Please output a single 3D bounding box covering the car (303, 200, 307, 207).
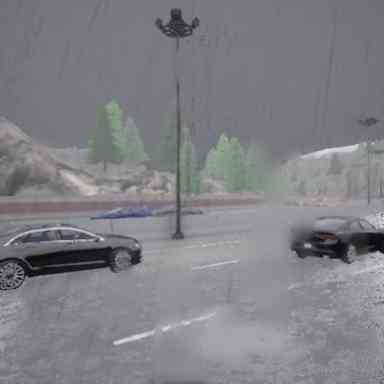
[{"bbox_3d":[23.258,2.250,65.715,1.882,1.535,5.008,-1,-1,31],"label":"car"}]

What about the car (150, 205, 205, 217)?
[{"bbox_3d":[-0.573,1.968,25.971,4.718,1.301,1.895,0,-1,-41],"label":"car"}]

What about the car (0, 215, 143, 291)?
[{"bbox_3d":[-3.796,1.651,9.557,4.902,1.511,2.128,0,-1,-37],"label":"car"}]

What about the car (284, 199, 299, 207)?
[{"bbox_3d":[20.153,2.170,67.333,2.097,1.767,4.553,-1,-1,31],"label":"car"}]

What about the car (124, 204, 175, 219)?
[{"bbox_3d":[-4.614,2.084,36.426,5.357,1.411,2.033,0,-1,-43],"label":"car"}]

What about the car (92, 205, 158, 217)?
[{"bbox_3d":[-5.496,1.880,26.406,5.008,1.535,1.882,1,-1,-40],"label":"car"}]

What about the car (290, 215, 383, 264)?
[{"bbox_3d":[5.687,1.622,12.506,5.008,1.535,1.882,0,0,-40],"label":"car"}]

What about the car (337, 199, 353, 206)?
[{"bbox_3d":[26.495,1.996,57.543,2.097,1.767,4.553,-1,-1,33],"label":"car"}]

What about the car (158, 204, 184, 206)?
[{"bbox_3d":[-1.973,1.980,34.150,4.902,1.511,2.128,0,-1,-43],"label":"car"}]

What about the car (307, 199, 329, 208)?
[{"bbox_3d":[21.718,2.011,56.612,2.097,1.767,4.553,-1,-1,34],"label":"car"}]
